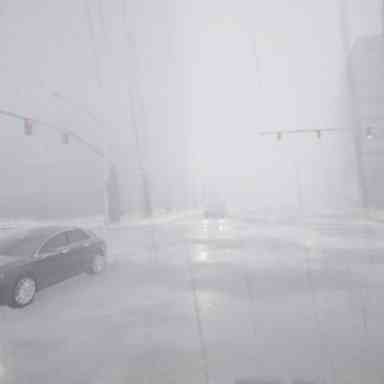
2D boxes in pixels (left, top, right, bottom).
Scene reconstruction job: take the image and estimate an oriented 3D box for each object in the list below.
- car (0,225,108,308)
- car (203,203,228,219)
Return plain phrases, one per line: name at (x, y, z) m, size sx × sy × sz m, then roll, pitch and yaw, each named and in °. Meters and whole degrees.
car at (-3.970, 1.695, 8.574) m, size 1.837 × 1.490 × 4.892 m, roll -1°, pitch -1°, yaw 15°
car at (2.411, 1.835, 32.818) m, size 1.837 × 1.490 × 4.892 m, roll -1°, pitch 0°, yaw 15°
